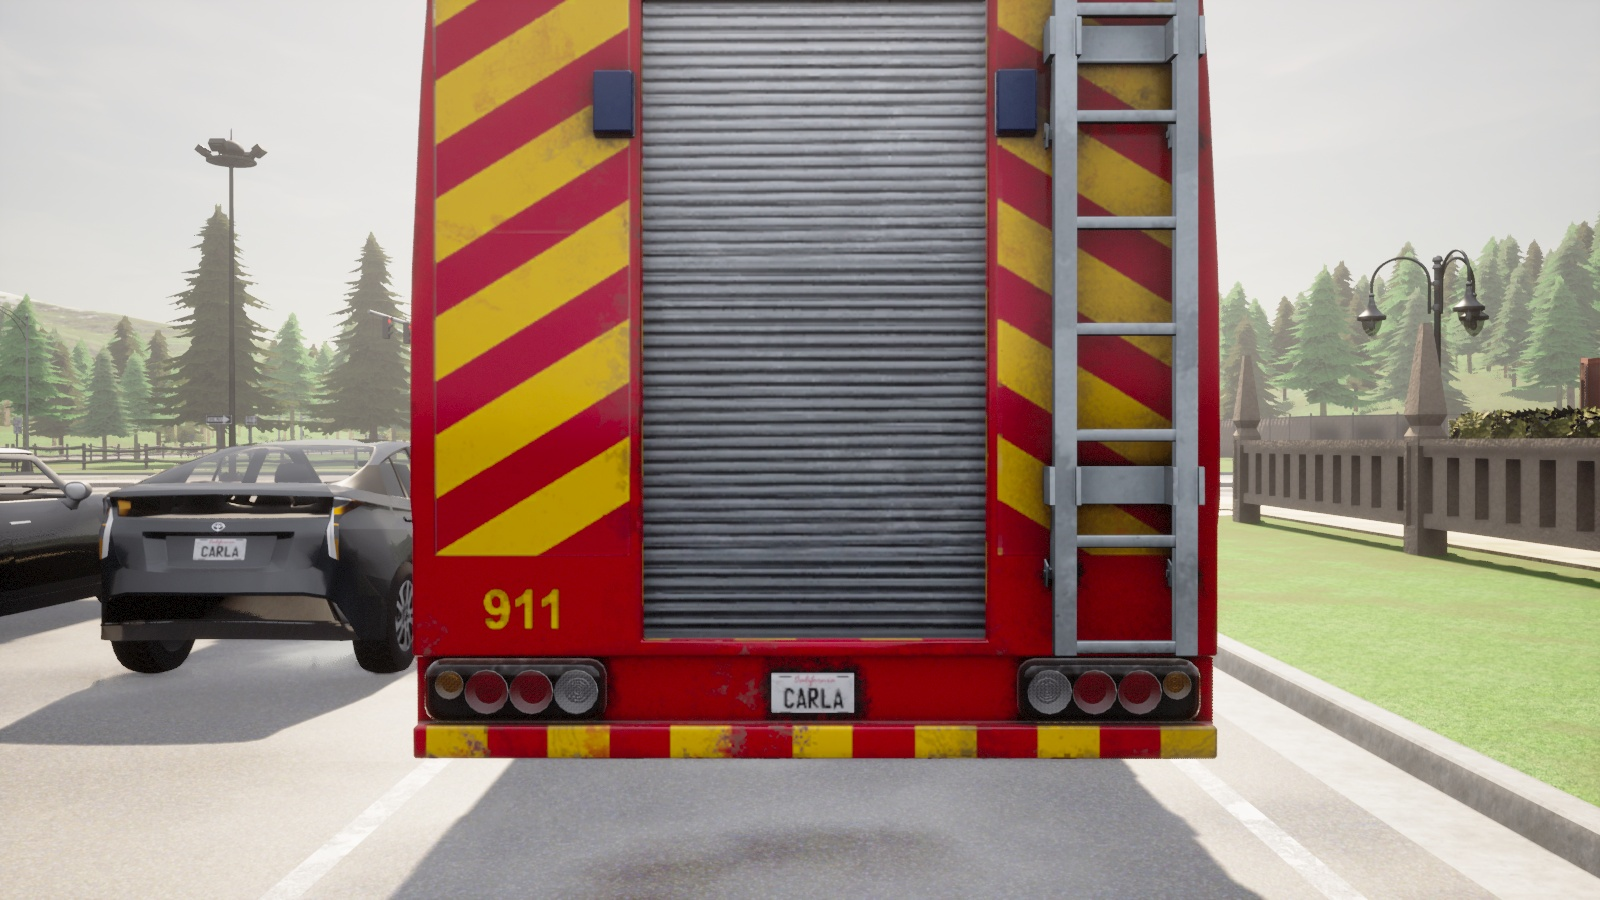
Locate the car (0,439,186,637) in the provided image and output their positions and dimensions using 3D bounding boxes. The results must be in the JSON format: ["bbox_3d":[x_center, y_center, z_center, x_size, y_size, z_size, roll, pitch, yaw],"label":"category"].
[{"bbox_3d":[-6.926,0.649,10.229,1.970,1.475,3.806,0,0,0],"label":"car"}]

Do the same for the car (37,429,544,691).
[{"bbox_3d":[-3.430,0.635,9.572,2.007,1.525,4.514,0,0,0],"label":"car"}]

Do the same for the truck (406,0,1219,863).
[{"bbox_3d":[0.066,-0.467,8.703,2.891,3.827,8.468,0,0,0],"label":"truck"}]
